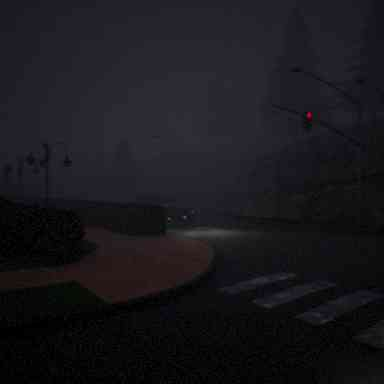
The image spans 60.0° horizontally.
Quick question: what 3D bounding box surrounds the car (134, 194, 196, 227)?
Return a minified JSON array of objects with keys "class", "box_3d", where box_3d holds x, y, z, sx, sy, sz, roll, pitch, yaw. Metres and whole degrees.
[{"class":"car","box_3d":[-2.043,1.151,22.222,2.150,2.045,5.566,1,0,-36]}]
